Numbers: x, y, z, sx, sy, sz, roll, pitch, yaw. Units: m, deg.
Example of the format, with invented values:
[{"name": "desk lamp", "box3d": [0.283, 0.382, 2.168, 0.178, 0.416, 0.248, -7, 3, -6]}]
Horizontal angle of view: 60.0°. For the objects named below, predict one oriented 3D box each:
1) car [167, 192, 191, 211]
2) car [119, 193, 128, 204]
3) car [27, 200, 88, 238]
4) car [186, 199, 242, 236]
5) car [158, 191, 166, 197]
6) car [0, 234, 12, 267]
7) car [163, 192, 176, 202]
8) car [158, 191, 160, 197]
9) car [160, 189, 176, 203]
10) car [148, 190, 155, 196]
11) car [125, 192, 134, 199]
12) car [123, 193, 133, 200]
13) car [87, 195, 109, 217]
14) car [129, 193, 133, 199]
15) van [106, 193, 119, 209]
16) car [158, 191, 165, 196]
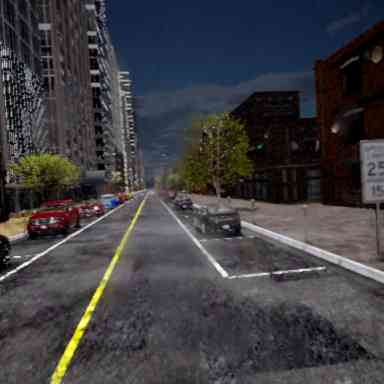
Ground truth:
[{"name": "car", "box3d": [-0.950, 1.024, 31.762, 2.008, 1.369, 4.403, -5, 1, -7]}, {"name": "car", "box3d": [-12.109, 1.087, 53.434, 2.192, 1.841, 5.009, -5, 1, -7]}, {"name": "car", "box3d": [-8.013, 1.478, 19.749, 2.192, 1.841, 5.009, -5, 1, -7]}, {"name": "car", "box3d": [1.129, 1.195, 16.032, 2.008, 1.369, 4.403, -5, 1, -7]}, {"name": "car", "box3d": [-7.897, 0.403, 87.408, 1.947, 1.339, 4.313, -5, 1, -7]}, {"name": "car", "box3d": [-6.741, 1.847, 9.489, 1.947, 1.339, 4.313, -5, 1, -7]}, {"name": "car", "box3d": [-3.813, 0.738, 54.626, 1.752, 1.417, 4.829, -5, 1, -7]}, {"name": "car", "box3d": [-6.548, 0.279, 76.420, 2.192, 1.841, 5.009, -5, 1, -7]}, {"name": "car", "box3d": [-3.125, 0.593, 48.961, 2.192, 1.841, 5.009, -5, 1, -7]}, {"name": "car", "box3d": [-11.392, 0.448, 93.810, 1.812, 1.442, 4.674, -4, 1, -7]}, {"name": "car", "box3d": [-16.179, 0.921, 86.222, 1.752, 1.417, 4.829, -5, 1, -7]}, {"name": "car", "box3d": [-15.494, 0.984, 80.730, 1.752, 1.417, 4.829, -5, 1, -7]}, {"name": "car", "box3d": [-9.282, 1.472, 30.746, 1.967, 1.590, 4.097, -5, 1, -7]}, {"name": "car", "box3d": [-14.145, 1.127, 69.915, 1.887, 1.381, 4.507, -5, 1, -7]}, {"name": "van", "box3d": [-10.738, 1.239, 42.451, 1.690, 1.788, 3.998, -5, 1, -7]}, {"name": "car", "box3d": [-8.580, 0.356, 92.900, 1.802, 1.307, 4.206, -5, 1, -7]}]
